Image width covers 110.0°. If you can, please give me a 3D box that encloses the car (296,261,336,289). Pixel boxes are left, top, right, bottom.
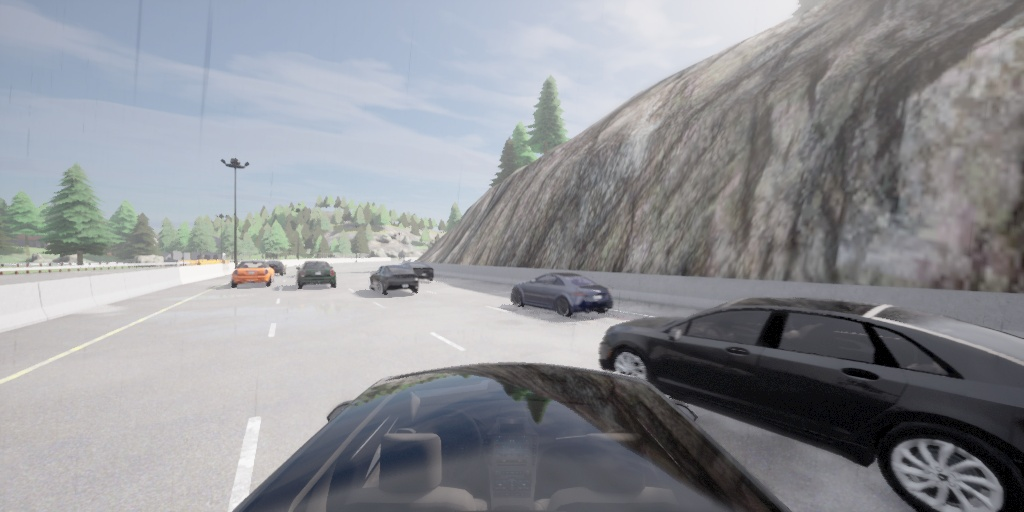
[{"bbox_3d":[-13.011,1.098,23.691,2.097,1.767,4.553,0,0,-33],"label":"car"}]

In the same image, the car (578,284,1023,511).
[{"bbox_3d":[3.217,1.252,4.315,1.837,1.490,4.892,0,0,-32],"label":"car"}]

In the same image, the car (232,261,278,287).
[{"bbox_3d":[-17.623,1.094,24.582,2.097,1.767,4.553,0,0,-31],"label":"car"}]

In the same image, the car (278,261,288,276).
[{"bbox_3d":[-23.942,1.243,36.108,1.837,1.490,4.892,0,0,-27],"label":"car"}]

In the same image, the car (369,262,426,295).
[{"bbox_3d":[-6.639,1.249,20.025,1.837,1.490,4.892,0,0,-32],"label":"car"}]

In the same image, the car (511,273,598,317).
[{"bbox_3d":[1.703,1.310,13.314,1.994,1.385,4.181,0,0,-32],"label":"car"}]

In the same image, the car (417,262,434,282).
[{"bbox_3d":[-7.747,1.219,28.497,1.882,1.535,5.008,0,0,-31],"label":"car"}]
